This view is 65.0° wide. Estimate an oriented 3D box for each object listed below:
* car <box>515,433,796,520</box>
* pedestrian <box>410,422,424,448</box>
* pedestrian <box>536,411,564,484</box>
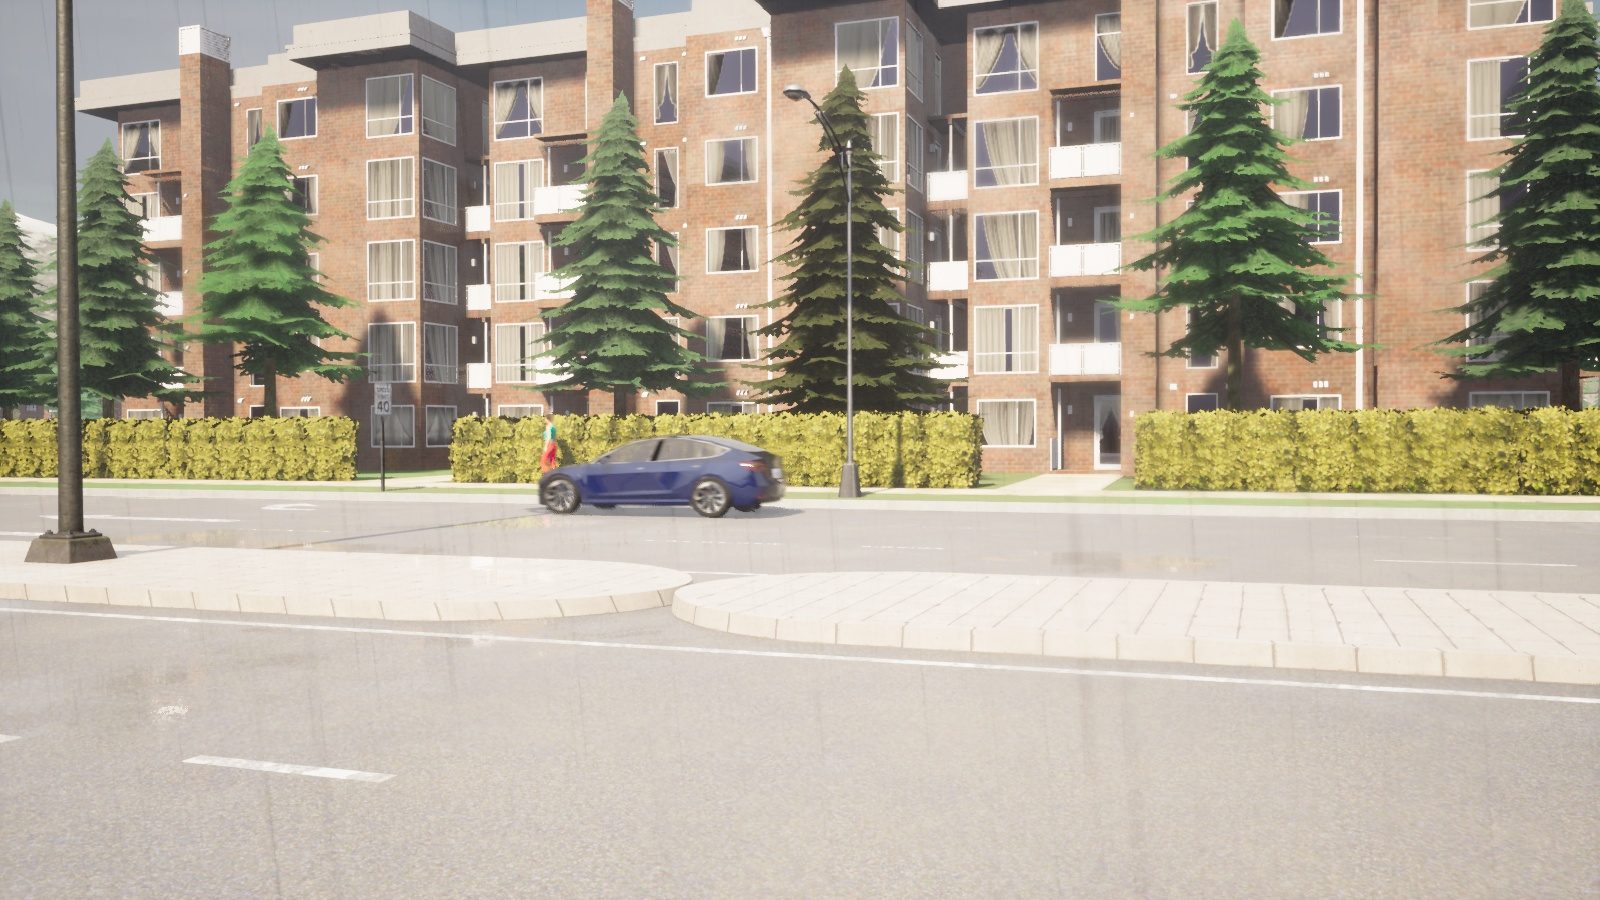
[{"bbox_3d":[-2.703,0.437,23.675,4.792,1.488,2.163,1,1,19],"label":"car"},{"bbox_3d":[-26.988,-1.064,88.571,0.563,1.883,0.849,1,1,21],"label":"pedestrian"},{"bbox_3d":[-6.350,-0.069,31.879,0.594,1.836,0.345,1,1,26],"label":"pedestrian"}]
